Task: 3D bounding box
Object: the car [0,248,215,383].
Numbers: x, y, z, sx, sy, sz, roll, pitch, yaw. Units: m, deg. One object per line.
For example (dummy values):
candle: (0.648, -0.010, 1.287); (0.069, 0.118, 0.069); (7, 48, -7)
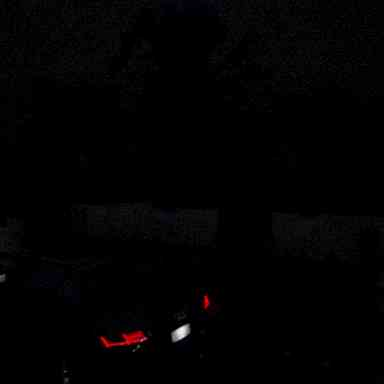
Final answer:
car: (-1.756, 1.558, 4.935); (4.181, 1.385, 1.994); (0, 0, 36)
